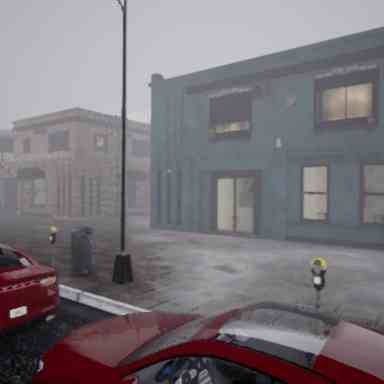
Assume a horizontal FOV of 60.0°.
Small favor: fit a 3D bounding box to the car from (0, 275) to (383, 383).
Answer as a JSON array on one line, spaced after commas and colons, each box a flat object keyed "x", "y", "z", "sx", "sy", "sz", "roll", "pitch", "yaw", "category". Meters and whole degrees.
[{"x": 0.450, "y": 1.574, "z": 2.549, "sx": 4.206, "sy": 1.307, "sz": 1.802, "roll": 1, "pitch": 1, "yaw": 36, "category": "car"}]

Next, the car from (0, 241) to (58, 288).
[{"x": -4.187, "y": 1.494, "z": 5.858, "sx": 4.507, "sy": 1.381, "sz": 1.887, "roll": 1, "pitch": 1, "yaw": 36, "category": "car"}]
